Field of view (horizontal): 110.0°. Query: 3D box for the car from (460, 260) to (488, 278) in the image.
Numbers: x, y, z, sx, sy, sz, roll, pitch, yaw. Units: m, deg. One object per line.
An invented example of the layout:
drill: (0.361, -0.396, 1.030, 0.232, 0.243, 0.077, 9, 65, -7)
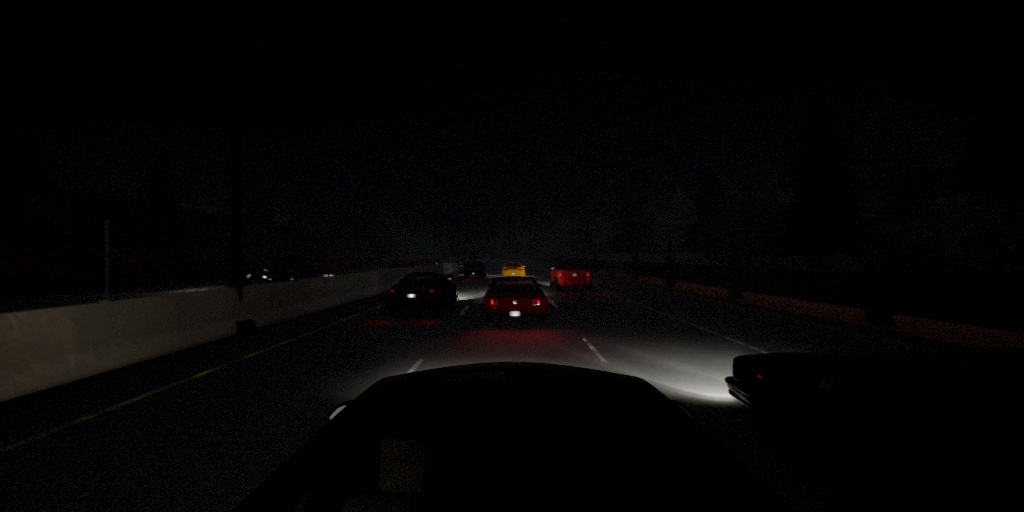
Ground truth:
car: (-3.402, 1.260, 33.911, 1.837, 1.490, 4.892, 0, 0, 0)

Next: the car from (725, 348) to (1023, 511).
car: (3.599, 1.297, 2.029, 2.033, 1.411, 5.357, 0, 0, 0)

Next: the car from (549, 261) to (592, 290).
car: (3.598, 1.105, 22.692, 2.097, 1.767, 4.553, 0, 0, 0)

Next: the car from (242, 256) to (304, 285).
car: (-17.603, 0.978, 26.740, 2.150, 2.045, 5.566, 0, 0, 0)

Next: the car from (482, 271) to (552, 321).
car: (0.088, 1.352, 12.422, 1.895, 1.301, 4.718, 0, 0, 0)

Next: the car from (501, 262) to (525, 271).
car: (0.096, 1.232, 30.268, 1.882, 1.535, 5.008, 0, 0, 0)

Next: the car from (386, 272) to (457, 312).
car: (-3.401, 1.316, 14.124, 1.994, 1.385, 4.181, 0, 0, 0)

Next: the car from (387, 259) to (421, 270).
car: (-10.598, 1.262, 34.729, 1.837, 1.490, 4.892, 0, -1, 0)

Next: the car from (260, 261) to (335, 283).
car: (-14.104, 1.302, 24.385, 2.033, 1.411, 5.357, 0, 0, 0)
